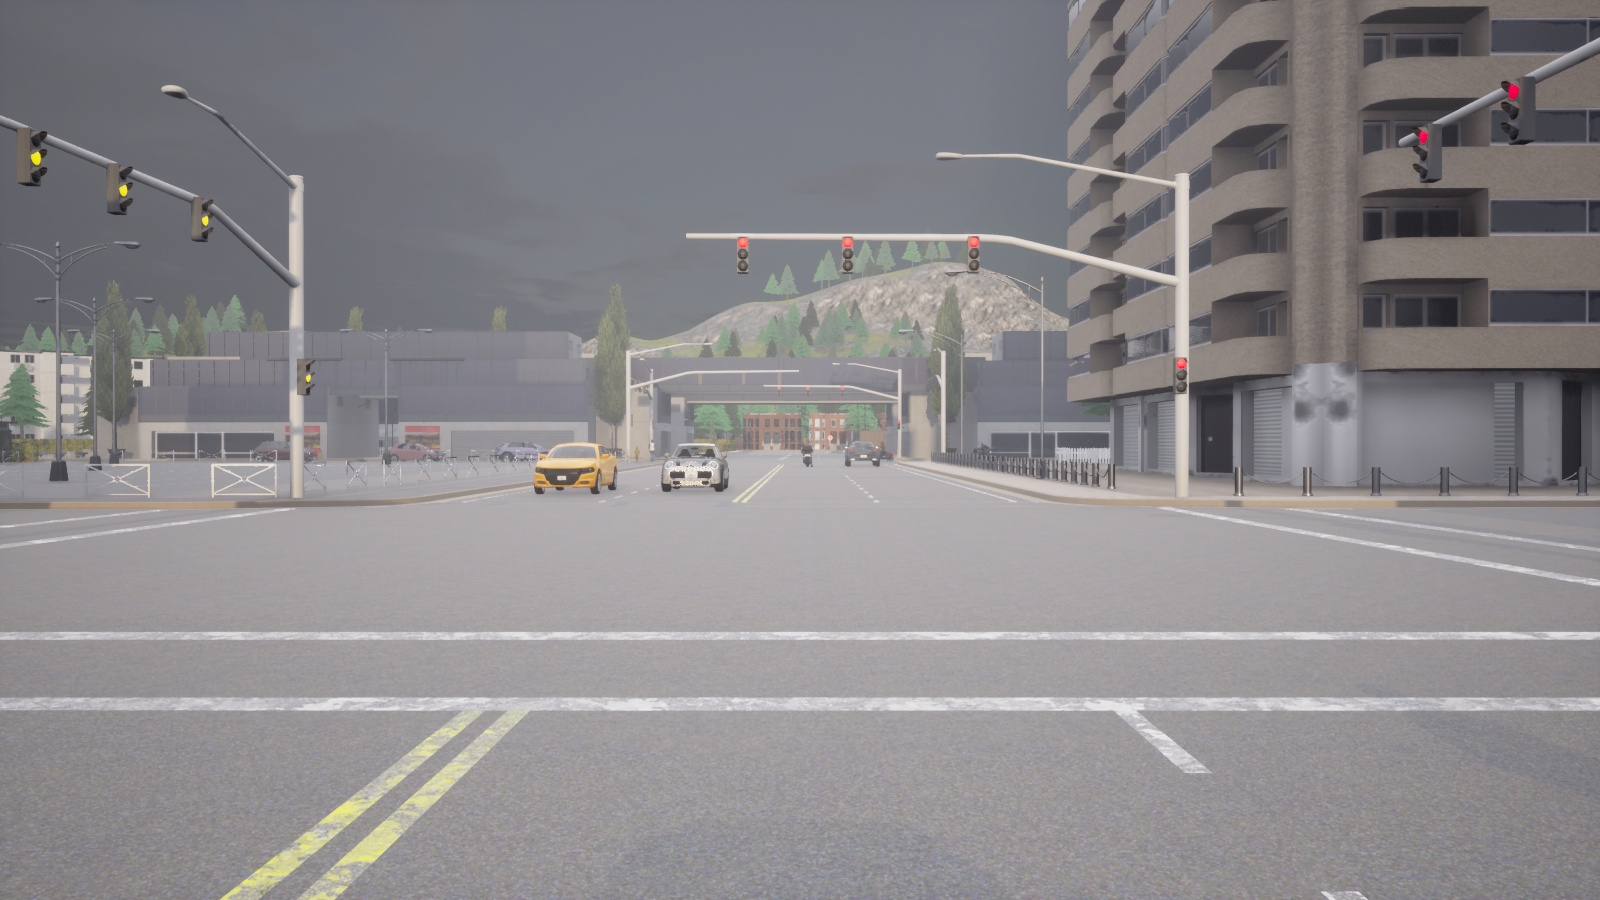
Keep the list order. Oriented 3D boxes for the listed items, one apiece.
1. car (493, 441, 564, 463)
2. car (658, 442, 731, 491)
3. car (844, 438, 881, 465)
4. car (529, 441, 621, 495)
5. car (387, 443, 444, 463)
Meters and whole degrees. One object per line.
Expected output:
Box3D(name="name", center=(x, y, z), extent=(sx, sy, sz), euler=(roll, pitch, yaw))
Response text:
Box3D(name="car", center=(-20.163, 0.133, 93.345), extent=(4.856, 1.649, 2.033), euler=(0, 0, 1))
Box3D(name="car", center=(-3.257, 0.486, 39.460), extent=(1.970, 1.475, 3.806), euler=(0, 0, 0))
Box3D(name="car", center=(3.982, 0.073, 80.615), extent=(2.152, 1.651, 5.027), euler=(0, 0, 0))
Box3D(name="car", center=(-6.764, 0.503, 38.227), extent=(1.882, 1.535, 5.008), euler=(0, 0, 0))
Box3D(name="car", center=(-28.654, 0.209, 93.600), extent=(3.633, 1.501, 1.845), euler=(0, 0, 2))
